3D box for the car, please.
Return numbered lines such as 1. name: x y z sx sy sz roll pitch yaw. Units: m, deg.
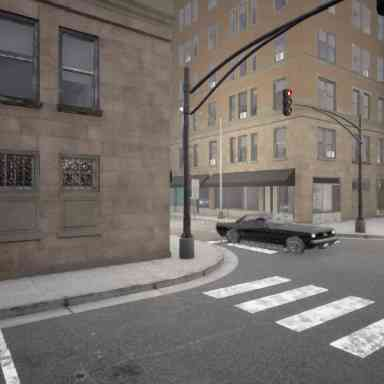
1. car: 3.243 1.552 13.393 1.895 1.301 4.718 0 0 -42
